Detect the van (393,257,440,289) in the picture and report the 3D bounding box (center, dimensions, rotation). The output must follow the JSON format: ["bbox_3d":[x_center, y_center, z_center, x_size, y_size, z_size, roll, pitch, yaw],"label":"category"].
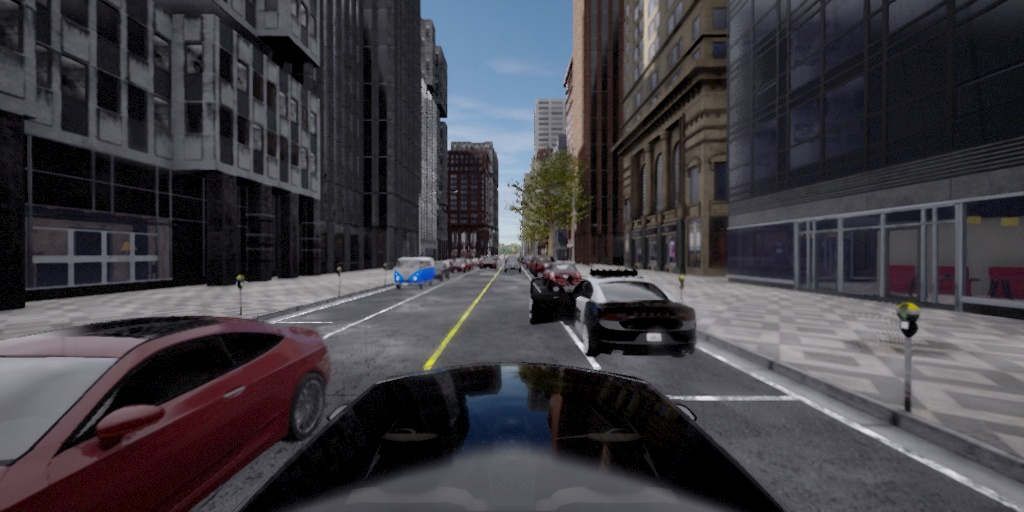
[{"bbox_3d":[-5.672,0.963,21.152,1.690,1.789,3.998,0,0,0],"label":"van"}]

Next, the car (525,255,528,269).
[{"bbox_3d":[2.849,0.849,38.055,2.192,1.841,5.009,0,0,0],"label":"car"}]

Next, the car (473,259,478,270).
[{"bbox_3d":[-5.677,1.053,43.706,1.888,1.381,4.507,0,0,0],"label":"car"}]

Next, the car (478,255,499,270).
[{"bbox_3d":[-3.010,0.898,46.921,2.097,1.767,4.553,0,0,0],"label":"car"}]

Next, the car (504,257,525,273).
[{"bbox_3d":[0.081,1.075,39.699,2.033,1.411,5.357,0,0,0],"label":"car"}]

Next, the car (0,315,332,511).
[{"bbox_3d":[-3.101,1.269,2.619,1.812,1.442,4.674,0,0,0],"label":"car"}]

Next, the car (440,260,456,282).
[{"bbox_3d":[-5.674,1.156,26.790,1.948,1.339,4.313,0,0,0],"label":"car"}]

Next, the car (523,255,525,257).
[{"bbox_3d":[2.847,0.922,49.335,1.967,1.591,4.097,0,0,0],"label":"car"}]

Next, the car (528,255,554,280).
[{"bbox_3d":[2.851,0.876,32.416,2.192,1.841,5.009,0,0,0],"label":"car"}]

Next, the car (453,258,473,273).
[{"bbox_3d":[-5.676,0.974,38.067,1.967,1.591,4.097,0,0,0],"label":"car"}]

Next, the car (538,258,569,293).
[{"bbox_3d":[2.853,1.062,21.138,1.967,1.591,4.097,0,0,0],"label":"car"}]

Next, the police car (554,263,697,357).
[{"bbox_3d":[2.365,1.127,8.547,1.930,1.638,5.238,0,0,0],"label":"police car"}]
